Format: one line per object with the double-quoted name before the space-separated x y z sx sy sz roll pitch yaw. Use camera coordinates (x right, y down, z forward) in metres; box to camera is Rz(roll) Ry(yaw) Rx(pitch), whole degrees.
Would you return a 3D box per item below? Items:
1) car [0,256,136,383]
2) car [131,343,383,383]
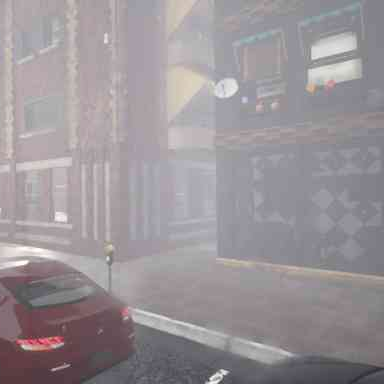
"car" -2.627 1.586 4.716 4.206 1.307 1.802 0 -1 35
"car" 1.981 1.565 1.435 4.313 1.339 1.947 0 -1 35
